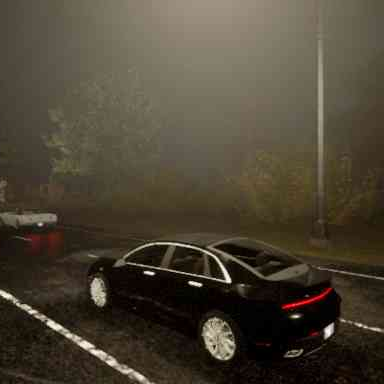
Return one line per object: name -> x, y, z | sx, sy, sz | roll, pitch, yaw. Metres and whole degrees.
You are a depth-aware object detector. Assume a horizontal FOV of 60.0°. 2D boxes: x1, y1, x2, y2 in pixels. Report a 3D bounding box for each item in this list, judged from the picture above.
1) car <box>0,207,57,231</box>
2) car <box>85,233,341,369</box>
car -> -10.251, 1.569, 20.539 | 4.718, 1.301, 1.895 | 0, 0, 44
car -> -0.047, 1.484, 5.836 | 4.892, 1.490, 1.837 | 0, 0, 44
